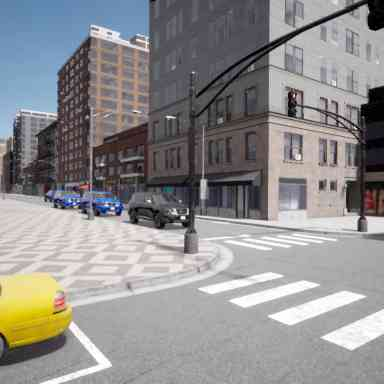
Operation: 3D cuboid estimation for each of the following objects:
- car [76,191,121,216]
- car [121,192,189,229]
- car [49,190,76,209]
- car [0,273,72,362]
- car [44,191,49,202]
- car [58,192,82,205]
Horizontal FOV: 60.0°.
[{"bbox_3d":[-8.025,0.960,29.172,2.150,2.045,5.566,1,0,-35],"label":"car"},{"bbox_3d":[-2.087,1.053,20.759,2.150,2.045,5.566,1,0,-35],"label":"car"},{"bbox_3d":[-14.216,0.862,37.961,2.150,2.045,5.566,1,0,-35],"label":"car"},{"bbox_3d":[-4.006,1.525,3.895,4.829,1.417,1.752,0,1,-36],"label":"car"},{"bbox_3d":[-23.441,0.708,56.576,2.150,2.045,5.566,1,0,-37],"label":"car"},{"bbox_3d":[-17.813,0.926,48.563,2.097,1.767,4.553,1,0,-35],"label":"car"}]
